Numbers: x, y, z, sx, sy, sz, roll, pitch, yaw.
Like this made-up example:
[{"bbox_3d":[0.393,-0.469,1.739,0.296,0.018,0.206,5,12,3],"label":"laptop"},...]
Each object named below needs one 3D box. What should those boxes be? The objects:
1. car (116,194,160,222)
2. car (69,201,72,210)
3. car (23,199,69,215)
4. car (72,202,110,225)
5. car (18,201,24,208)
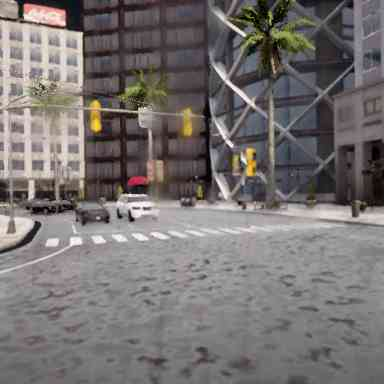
[{"bbox_3d":[-4.454,1.194,26.606,2.150,2.045,5.566,-1,0,-27],"label":"car"},{"bbox_3d":[-15.313,1.691,39.664,4.718,1.301,1.895,-1,0,34],"label":"car"},{"bbox_3d":[-15.729,1.713,35.685,4.718,1.301,1.895,-1,0,37],"label":"car"},{"bbox_3d":[-7.455,1.503,24.741,1.882,1.535,5.008,-1,0,-26],"label":"car"},{"bbox_3d":[-24.821,1.757,51.586,4.181,1.385,1.994,-1,0,16],"label":"car"}]
